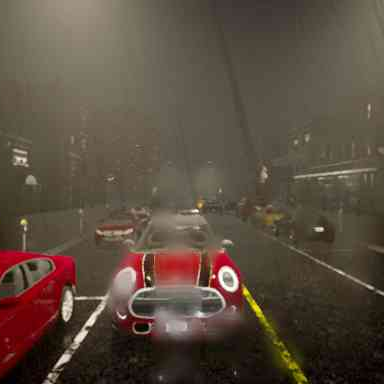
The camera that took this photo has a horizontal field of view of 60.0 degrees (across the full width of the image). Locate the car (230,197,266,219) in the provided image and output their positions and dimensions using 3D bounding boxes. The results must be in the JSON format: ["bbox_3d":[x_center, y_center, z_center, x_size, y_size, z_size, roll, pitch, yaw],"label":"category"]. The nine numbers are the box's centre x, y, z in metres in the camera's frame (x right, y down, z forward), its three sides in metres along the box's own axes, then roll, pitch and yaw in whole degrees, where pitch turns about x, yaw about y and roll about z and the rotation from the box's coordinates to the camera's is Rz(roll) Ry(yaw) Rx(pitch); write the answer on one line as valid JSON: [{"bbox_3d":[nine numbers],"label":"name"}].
[{"bbox_3d":[4.778,1.298,26.734,2.192,1.841,5.009,-1,0,-2],"label":"car"}]

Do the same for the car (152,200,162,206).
[{"bbox_3d":[-3.596,1.567,26.467,1.802,1.307,4.206,-1,0,-2],"label":"car"}]

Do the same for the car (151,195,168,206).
[{"bbox_3d":[-4.125,1.289,43.103,2.192,1.841,5.009,-1,0,-2],"label":"car"}]

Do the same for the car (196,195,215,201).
[{"bbox_3d":[1.616,1.450,44.077,1.882,1.535,5.008,0,0,-1],"label":"car"}]

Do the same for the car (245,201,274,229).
[{"bbox_3d":[4.951,1.512,21.357,1.752,1.417,4.829,-1,0,-2],"label":"car"}]

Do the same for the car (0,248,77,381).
[{"bbox_3d":[-2.895,1.543,4.285,1.887,1.381,4.507,-1,0,-2],"label":"car"}]

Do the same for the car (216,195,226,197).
[{"bbox_3d":[4.249,1.498,43.540,1.752,1.417,4.829,-1,0,-2],"label":"car"}]

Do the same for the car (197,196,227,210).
[{"bbox_3d":[1.961,1.471,33.641,2.128,1.511,4.902,0,0,-2],"label":"car"}]

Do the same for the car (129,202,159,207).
[{"bbox_3d":[-3.421,1.539,20.921,2.008,1.369,4.403,-1,0,-2],"label":"car"}]

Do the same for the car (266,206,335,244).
[{"bbox_3d":[5.131,1.556,15.643,1.947,1.339,4.313,-1,0,-2],"label":"car"}]

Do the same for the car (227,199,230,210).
[{"bbox_3d":[4.429,1.558,37.825,1.802,1.307,4.206,-1,0,-2],"label":"car"}]

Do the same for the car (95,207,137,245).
[{"bbox_3d":[-3.245,1.573,15.375,1.802,1.307,4.206,-1,0,-2],"label":"car"}]

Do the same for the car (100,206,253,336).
[{"bbox_3d":[-0.286,1.348,6.998,2.097,1.767,4.553,0,0,-2],"label":"car"}]

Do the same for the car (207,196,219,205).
[{"bbox_3d":[3.722,1.487,60.177,1.752,1.417,4.829,-1,0,-2],"label":"car"}]
